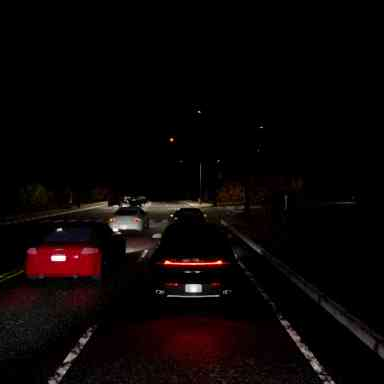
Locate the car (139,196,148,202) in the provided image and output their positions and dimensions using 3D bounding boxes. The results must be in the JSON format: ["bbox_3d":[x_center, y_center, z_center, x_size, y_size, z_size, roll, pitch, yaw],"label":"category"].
[{"bbox_3d":[-12.183,1.742,84.130,2.128,1.511,4.902,0,0,-8],"label":"car"}]

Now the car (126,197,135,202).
[{"bbox_3d":[-15.453,1.812,84.063,1.895,1.301,4.718,0,0,-8],"label":"car"}]

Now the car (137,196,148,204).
[{"bbox_3d":[-10.601,1.685,71.478,2.128,1.511,4.902,0,0,-6],"label":"car"}]

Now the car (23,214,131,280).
[{"bbox_3d":[-3.259,1.570,10.023,1.994,1.385,4.181,0,0,-1],"label":"car"}]

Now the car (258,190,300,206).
[{"bbox_3d":[9.904,0.669,38.282,4.553,1.767,2.097,-3,0,-2],"label":"car"}]

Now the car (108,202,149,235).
[{"bbox_3d":[-3.479,1.540,18.768,1.812,1.442,4.674,0,0,-3],"label":"car"}]

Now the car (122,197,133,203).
[{"bbox_3d":[-13.904,1.714,71.753,1.994,1.385,4.181,0,0,-7],"label":"car"}]

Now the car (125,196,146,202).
[{"bbox_3d":[-8.813,1.578,52.273,2.128,1.511,4.902,0,0,-5],"label":"car"}]

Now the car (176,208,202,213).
[{"bbox_3d":[-0.180,1.561,17.899,2.033,1.411,5.357,0,0,-2],"label":"car"}]

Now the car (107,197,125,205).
[{"bbox_3d":[-12.129,1.615,52.938,1.812,1.442,4.674,0,0,-5],"label":"car"}]

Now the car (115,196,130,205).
[{"bbox_3d":[-12.931,1.615,62.026,2.128,1.511,4.902,0,0,-5],"label":"car"}]

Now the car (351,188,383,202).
[{"bbox_3d":[20.985,0.338,38.759,4.674,1.442,1.812,-2,0,-3],"label":"car"}]

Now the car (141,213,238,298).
[{"bbox_3d":[0.013,1.509,8.491,1.837,1.490,4.892,0,0,0],"label":"car"}]

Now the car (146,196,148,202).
[{"bbox_3d":[-9.591,1.684,61.126,1.994,1.385,4.181,0,0,-5],"label":"car"}]
